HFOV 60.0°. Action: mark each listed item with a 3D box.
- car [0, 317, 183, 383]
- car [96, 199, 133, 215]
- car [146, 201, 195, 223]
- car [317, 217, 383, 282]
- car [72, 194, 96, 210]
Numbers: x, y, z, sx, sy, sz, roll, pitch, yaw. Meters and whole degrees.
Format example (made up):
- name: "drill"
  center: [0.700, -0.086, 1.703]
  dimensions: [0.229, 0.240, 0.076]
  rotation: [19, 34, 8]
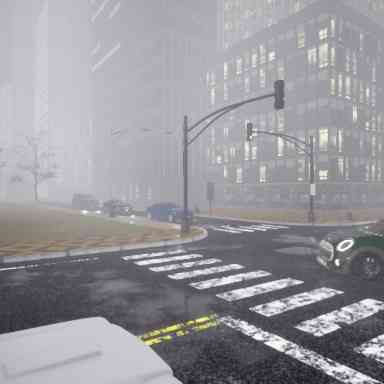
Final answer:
- name: "car"
  center: [-2.256, 1.601, 1.834]
  dimensions: [4.718, 1.301, 1.895]
  rotation: [0, 0, -36]
- name: "car"
  center: [-7.744, 1.497, 34.268]
  dimensions: [2.128, 1.511, 4.902]
  rotation: [0, 0, -35]
- name: "car"
  center: [-1.767, 1.484, 25.807]
  dimensions: [1.882, 1.535, 5.008]
  rotation: [0, 0, -36]
- name: "car"
  center: [5.871, 1.354, 9.049]
  dimensions: [4.553, 1.767, 2.097]
  rotation: [0, 0, 7]
- name: "car"
  center: [-13.832, 1.227, 42.908]
  dimensions: [2.150, 2.045, 5.566]
  rotation: [0, 0, -35]
